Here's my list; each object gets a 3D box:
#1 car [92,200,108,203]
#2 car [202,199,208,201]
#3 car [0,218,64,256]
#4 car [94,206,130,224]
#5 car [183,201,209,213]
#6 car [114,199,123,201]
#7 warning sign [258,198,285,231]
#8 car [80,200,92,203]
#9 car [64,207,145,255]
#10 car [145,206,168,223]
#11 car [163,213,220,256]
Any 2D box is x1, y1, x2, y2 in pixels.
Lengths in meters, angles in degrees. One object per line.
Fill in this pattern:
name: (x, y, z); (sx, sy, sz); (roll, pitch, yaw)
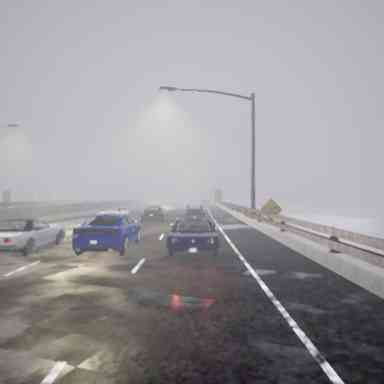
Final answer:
car: (-19.471, 2.372, 72.350); (1.994, 1.385, 4.181); (0, -1, 2)
car: (3.070, 2.399, 79.057); (1.837, 1.490, 4.892); (0, -1, 3)
car: (-6.939, 1.745, 13.798); (1.895, 1.301, 4.718); (0, -1, 1)
car: (-6.749, 1.907, 28.750); (1.895, 1.301, 4.718); (0, -1, 1)
car: (0.256, 1.798, 28.820); (2.128, 1.511, 4.902); (0, -1, 1)
car: (-15.974, 2.294, 72.188); (1.882, 1.535, 5.008); (0, -1, 2)
warning sign: (4.652, 1.319, 19.529); (1.300, 1.860, 1.060); (-1, -2, 1)
car: (-22.967, 2.376, 72.511); (1.994, 1.385, 4.181); (0, -1, 2)
car: (-3.431, 1.625, 14.145); (1.882, 1.535, 5.008); (0, 0, 1)
car: (-3.243, 1.871, 28.879); (1.994, 1.385, 4.181); (0, -1, 1)
car: (0.061, 1.743, 13.740); (1.895, 1.301, 4.718); (0, -1, 1)
